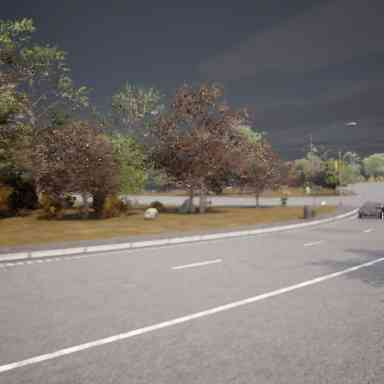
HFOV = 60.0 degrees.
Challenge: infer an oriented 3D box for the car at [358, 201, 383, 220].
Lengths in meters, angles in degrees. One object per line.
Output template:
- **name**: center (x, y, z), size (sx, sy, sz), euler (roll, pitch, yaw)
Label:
- **car**: center (16.230, 1.557, 29.661), size (1.837, 1.490, 4.892), euler (-1, 0, 38)
